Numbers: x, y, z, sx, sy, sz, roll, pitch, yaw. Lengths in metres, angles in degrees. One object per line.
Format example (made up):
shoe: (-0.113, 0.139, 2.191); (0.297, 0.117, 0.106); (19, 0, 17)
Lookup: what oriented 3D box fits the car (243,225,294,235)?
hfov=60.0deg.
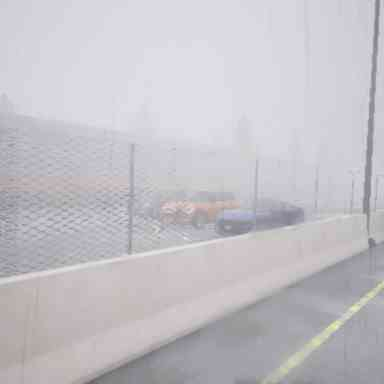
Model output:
car: (2.988, 1.009, 13.945); (1.882, 1.535, 5.008); (4, 3, 42)
